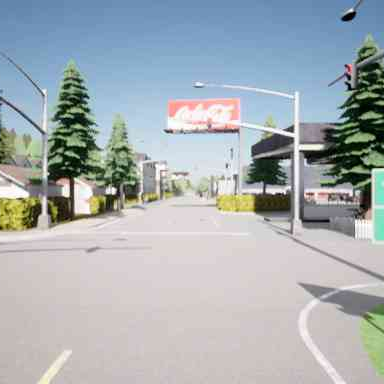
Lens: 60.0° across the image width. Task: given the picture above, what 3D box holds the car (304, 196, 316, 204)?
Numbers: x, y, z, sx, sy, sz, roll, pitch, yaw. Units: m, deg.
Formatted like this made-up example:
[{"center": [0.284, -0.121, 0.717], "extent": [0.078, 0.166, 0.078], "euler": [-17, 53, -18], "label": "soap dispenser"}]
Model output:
[{"center": [22.424, 1.596, 64.151], "extent": [1.970, 1.475, 3.806], "euler": [0, 0, 0], "label": "car"}]

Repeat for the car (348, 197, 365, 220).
[{"center": [14.337, 1.522, 25.074], "extent": [3.866, 1.878, 1.905], "euler": [0, 0, 0], "label": "car"}]

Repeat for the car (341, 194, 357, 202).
[{"center": [34.818, 1.539, 71.958], "extent": [2.007, 1.523, 4.514], "euler": [0, 0, 0], "label": "car"}]
